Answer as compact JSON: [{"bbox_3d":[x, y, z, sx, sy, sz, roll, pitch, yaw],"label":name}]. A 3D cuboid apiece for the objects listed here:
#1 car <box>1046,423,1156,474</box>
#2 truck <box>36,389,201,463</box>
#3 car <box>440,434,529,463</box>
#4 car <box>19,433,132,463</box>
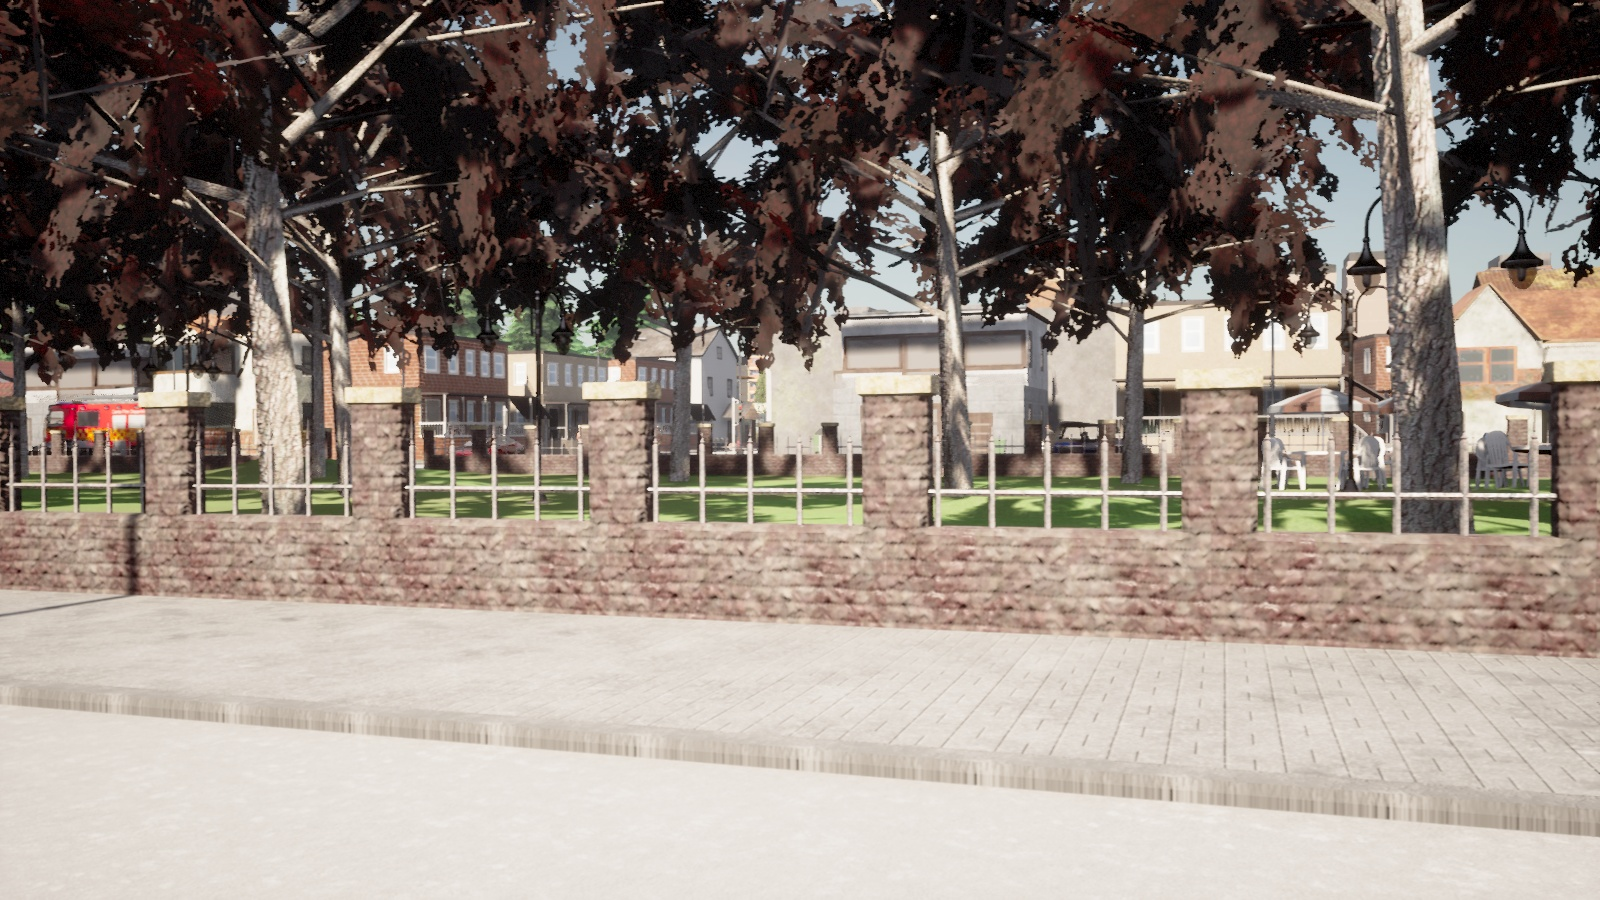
[{"bbox_3d":[11.432,-0.073,47.626,3.866,1.878,1.905,0,1,19],"label":"car"},{"bbox_3d":[-37.027,-1.296,68.199,8.468,3.827,2.891,0,1,19],"label":"truck"},{"bbox_3d":[-16.617,-0.120,66.382,2.163,1.488,4.792,0,1,22],"label":"car"},{"bbox_3d":[-36.818,-0.112,63.842,4.902,1.511,2.128,0,1,16],"label":"car"}]
